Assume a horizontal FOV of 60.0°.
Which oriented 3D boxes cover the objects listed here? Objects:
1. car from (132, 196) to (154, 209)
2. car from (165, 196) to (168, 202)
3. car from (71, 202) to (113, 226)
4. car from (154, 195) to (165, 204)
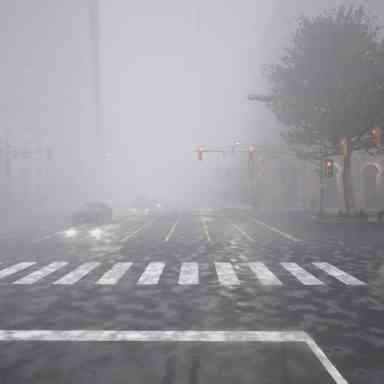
[{"bbox_3d":[-6.868,1.351,45.711,2.097,1.767,4.553,0,0,0],"label":"car"},{"bbox_3d":[-6.503,1.478,73.518,1.882,1.535,5.008,0,0,1],"label":"car"},{"bbox_3d":[-6.983,1.477,23.668,1.882,1.535,5.008,0,0,0],"label":"car"},{"bbox_3d":[-6.744,1.601,61.899,1.895,1.301,4.718,0,0,1],"label":"car"}]
